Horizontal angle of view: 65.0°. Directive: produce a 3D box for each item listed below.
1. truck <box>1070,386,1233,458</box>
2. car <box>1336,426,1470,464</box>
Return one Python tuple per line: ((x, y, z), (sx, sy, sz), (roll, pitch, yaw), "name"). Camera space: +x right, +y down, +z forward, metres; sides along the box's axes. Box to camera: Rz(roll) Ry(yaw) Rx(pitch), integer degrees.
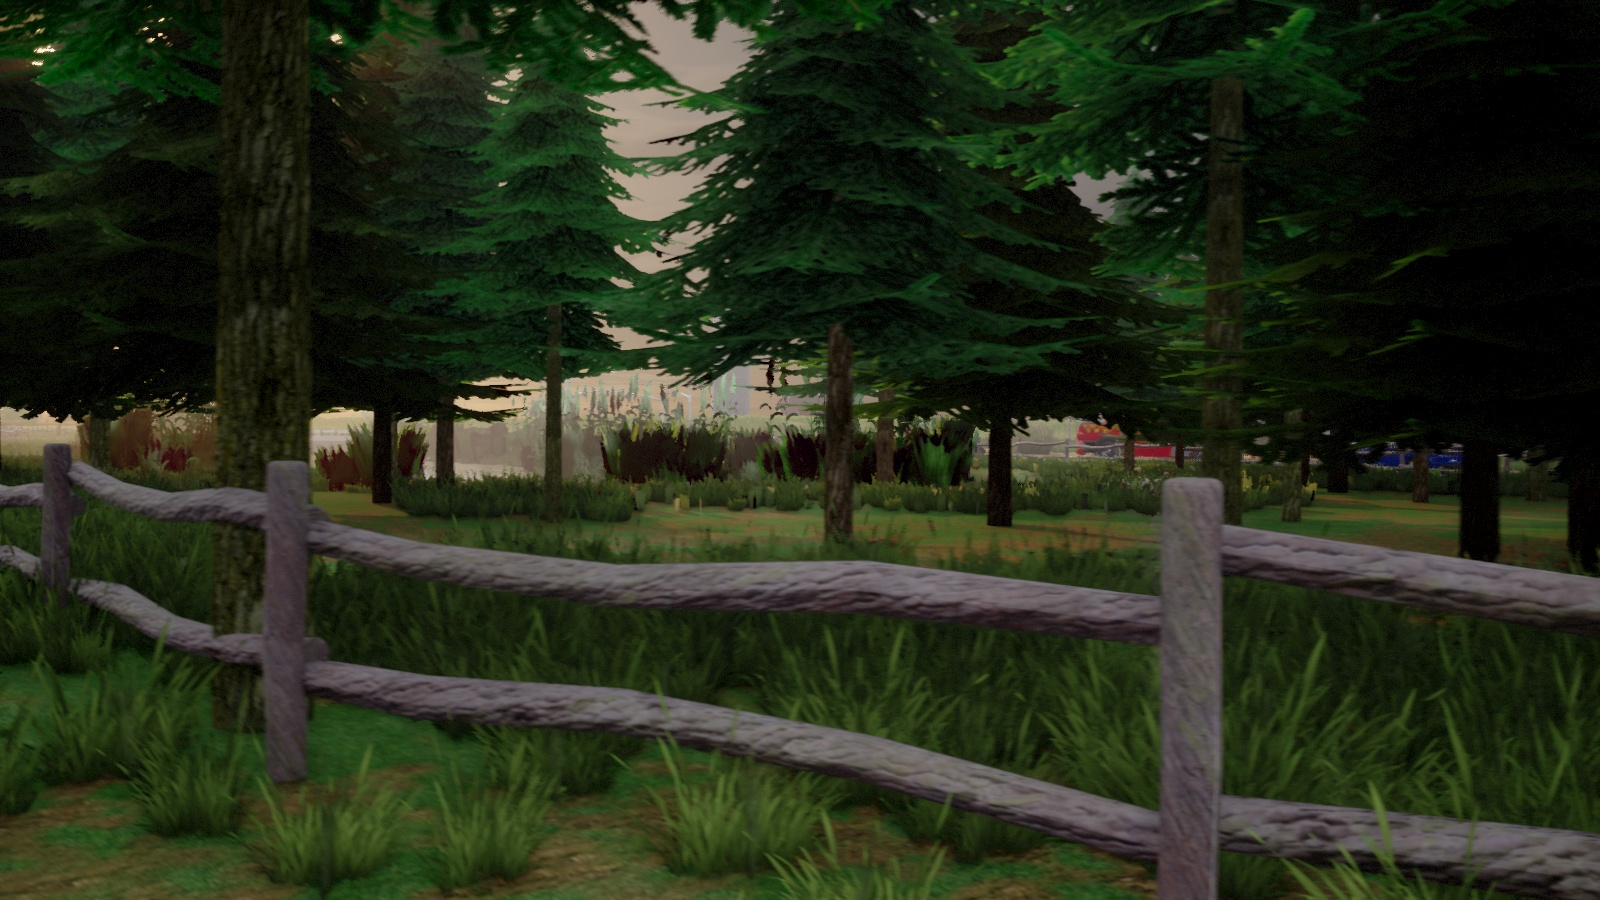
((19.289, -1.522, 69.170), (8.468, 3.827, 2.891), (0, 1, 16), "truck")
((25.187, -0.230, 52.681), (1.882, 1.535, 5.008), (-1, 1, -25), "car")
